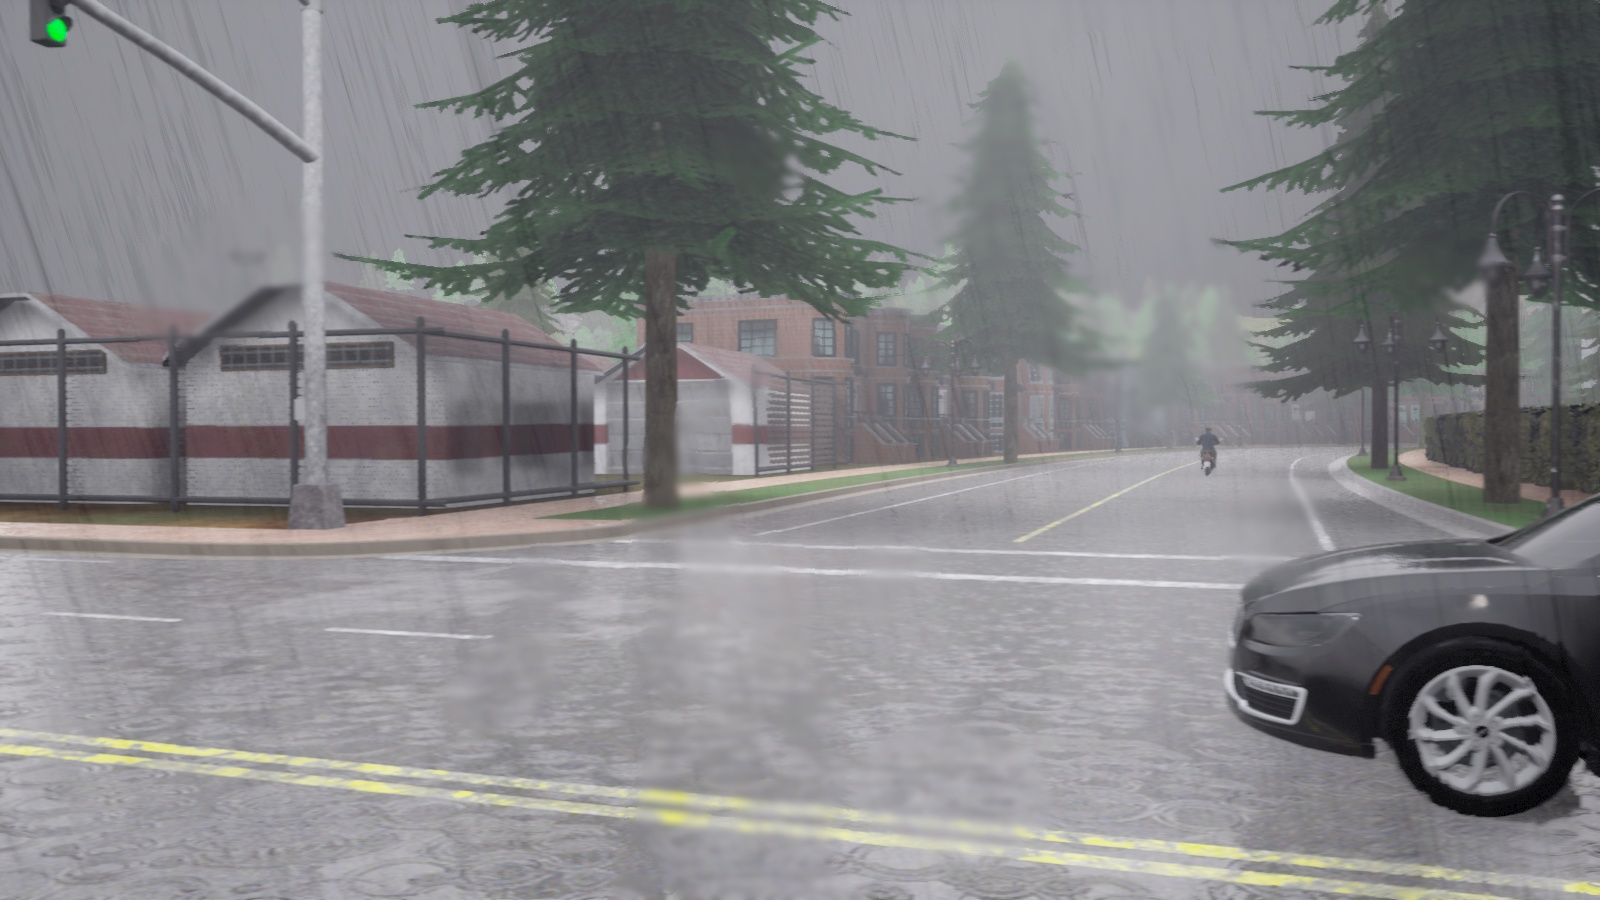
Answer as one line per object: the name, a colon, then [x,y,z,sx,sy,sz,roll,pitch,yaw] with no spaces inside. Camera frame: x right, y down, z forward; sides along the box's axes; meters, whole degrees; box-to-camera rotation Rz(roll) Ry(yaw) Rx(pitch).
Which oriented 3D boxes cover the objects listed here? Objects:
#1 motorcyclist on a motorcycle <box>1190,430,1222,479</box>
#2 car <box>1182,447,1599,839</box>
motorcyclist on a motorcycle: [13.325,0.132,41.213,0.866,1.590,1.817,1,1,21]
car: [4.251,0.760,5.455,4.892,1.490,1.837,1,1,19]
